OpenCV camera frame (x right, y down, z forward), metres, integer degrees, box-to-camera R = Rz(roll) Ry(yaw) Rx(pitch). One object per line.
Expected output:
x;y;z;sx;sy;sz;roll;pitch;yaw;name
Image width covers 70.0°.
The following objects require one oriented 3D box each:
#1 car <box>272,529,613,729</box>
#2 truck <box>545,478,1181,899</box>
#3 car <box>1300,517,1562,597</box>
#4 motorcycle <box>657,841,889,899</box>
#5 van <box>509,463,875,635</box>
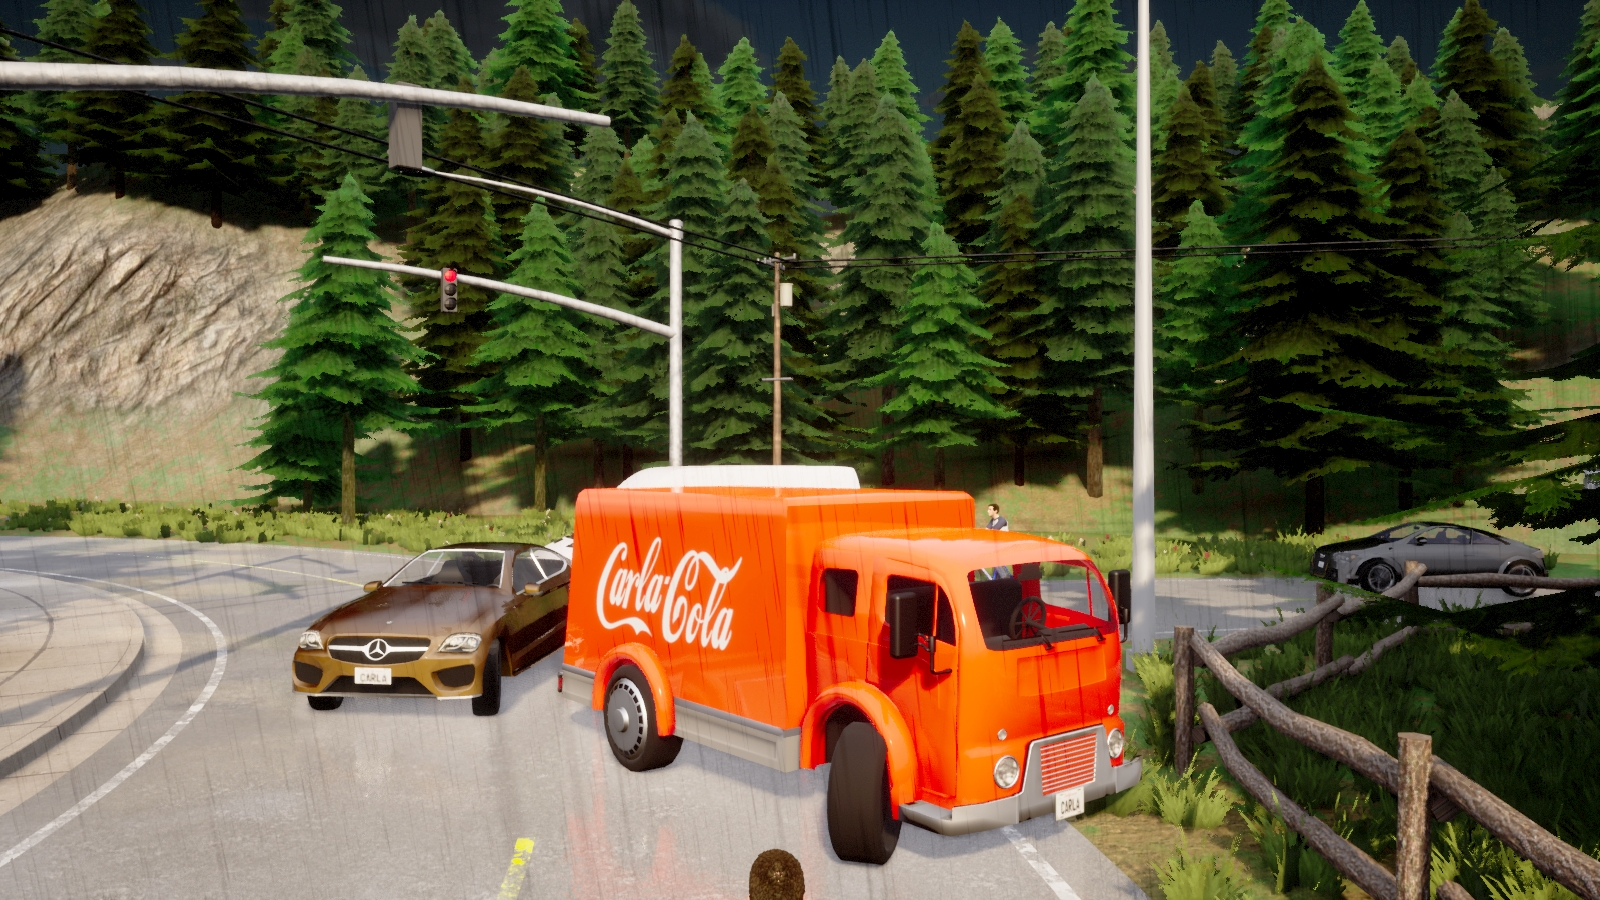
-4.038;1.970;14.038;2.152;1.651;5.027;0;0;6;car
0.202;1.542;9.769;2.627;2.467;5.204;0;0;-39;truck
12.589;2.119;23.051;4.181;1.385;1.994;0;0;6;car
-0.074;2.159;3.526;0.803;1.199;2.033;0;0;-2;motorcycle
-1.776;1.528;19.549;5.915;2.561;1.988;0;0;-27;van
